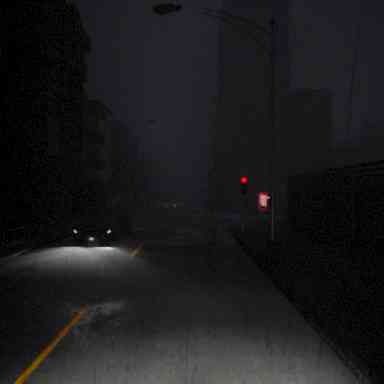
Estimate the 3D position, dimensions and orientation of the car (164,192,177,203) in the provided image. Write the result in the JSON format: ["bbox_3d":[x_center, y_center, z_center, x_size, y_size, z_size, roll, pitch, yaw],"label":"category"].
[{"bbox_3d":[-4.032,1.040,63.921,2.150,2.045,5.566,0,0,1],"label":"car"}]

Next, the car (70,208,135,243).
[{"bbox_3d":[-4.051,1.508,16.098,2.033,1.411,5.357,0,0,1],"label":"car"}]
